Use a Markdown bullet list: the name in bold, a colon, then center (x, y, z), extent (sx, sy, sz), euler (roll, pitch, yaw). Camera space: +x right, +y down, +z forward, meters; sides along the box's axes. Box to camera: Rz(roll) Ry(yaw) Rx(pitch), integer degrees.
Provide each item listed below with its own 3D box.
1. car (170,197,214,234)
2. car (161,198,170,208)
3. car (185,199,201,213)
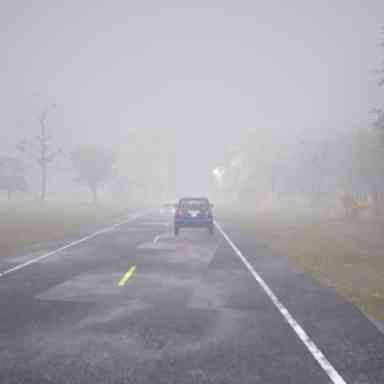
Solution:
- **car**: center (0.096, 1.277, 19.792), extent (2.150, 2.045, 5.566), euler (0, 0, 0)
- **car**: center (-3.506, 1.633, 50.514), extent (1.882, 1.535, 5.008), euler (0, 0, 0)
- **car**: center (0.094, 1.632, 38.816), extent (1.812, 1.442, 4.674), euler (0, 0, 0)
